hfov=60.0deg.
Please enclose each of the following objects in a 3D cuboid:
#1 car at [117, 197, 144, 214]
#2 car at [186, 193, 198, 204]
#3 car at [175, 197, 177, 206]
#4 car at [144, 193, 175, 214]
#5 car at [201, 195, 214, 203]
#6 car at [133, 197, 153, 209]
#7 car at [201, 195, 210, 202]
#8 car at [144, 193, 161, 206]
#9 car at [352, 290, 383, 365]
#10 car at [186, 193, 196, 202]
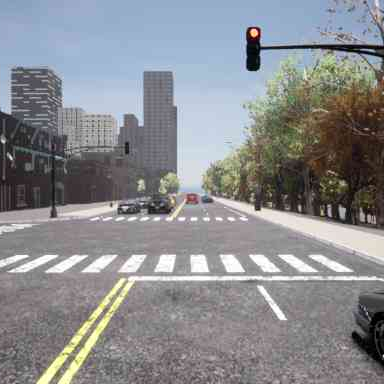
[{"bbox_3d":[-6.661,1.481,35.486,2.128,1.511,4.902,0,0,0],"label":"car"},{"bbox_3d":[-0.029,1.196,64.450,2.150,2.045,5.566,0,0,-1],"label":"car"},{"bbox_3d":[-3.427,1.462,45.890,1.882,1.535,5.008,0,0,0],"label":"car"},{"bbox_3d":[-3.422,1.210,35.898,2.150,2.045,5.566,0,0,1],"label":"car"},{"bbox_3d":[3.222,1.539,65.873,1.994,1.385,4.181,0,0,0],"label":"car"},{"bbox_3d":[-6.676,1.476,45.967,2.128,1.511,4.902,0,0,0],"label":"car"},{"bbox_3d":[3.101,1.447,75.901,1.882,1.535,5.008,0,0,0],"label":"car"},{"bbox_3d":[-6.695,1.201,56.655,2.150,2.045,5.566,0,0,1],"label":"car"},{"bbox_3d":[3.345,1.547,2.555,2.033,1.411,5.357,0,0,0],"label":"car"},{"bbox_3d":[-0.150,1.195,75.712,2.150,2.045,5.566,0,0,0],"label":"car"}]
